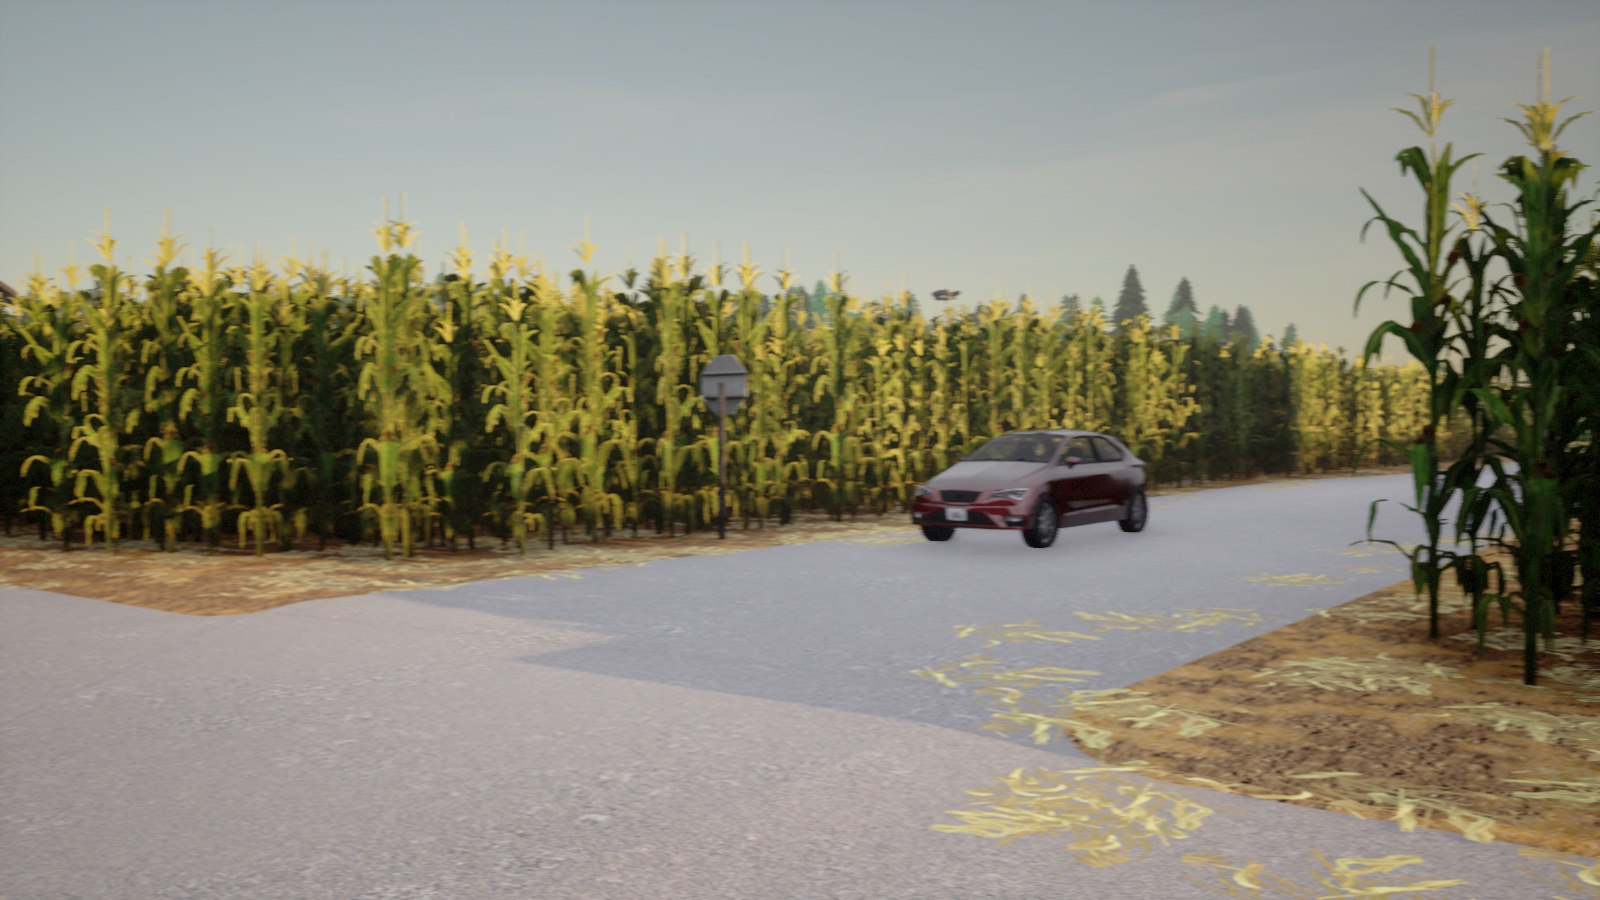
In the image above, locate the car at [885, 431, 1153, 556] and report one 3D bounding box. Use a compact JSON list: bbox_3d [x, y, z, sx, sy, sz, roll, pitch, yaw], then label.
[{"bbox_3d":[3.104,0.491,17.172,1.816,1.474,4.193,1,1,39],"label":"car"}]
